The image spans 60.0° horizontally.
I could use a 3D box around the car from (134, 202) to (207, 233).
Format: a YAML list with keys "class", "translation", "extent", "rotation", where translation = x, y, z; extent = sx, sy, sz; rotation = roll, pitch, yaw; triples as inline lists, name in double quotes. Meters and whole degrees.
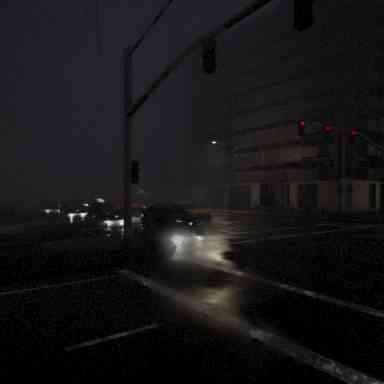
- class: "car"
  translation: [-1.471, 1.559, 20.527]
  extent: [1.837, 1.490, 4.892]
  rotation: [0, -1, -35]

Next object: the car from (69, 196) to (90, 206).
- class: "car"
  translation: [-19.939, 1.541, 58.931]
  extent: [2.128, 1.511, 4.902]
  rotation: [0, 0, -35]

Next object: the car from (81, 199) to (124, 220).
- class: "car"
  translation: [-7.660, 1.599, 29.235]
  extent: [2.033, 1.411, 5.357]
  rotation: [0, 0, -36]

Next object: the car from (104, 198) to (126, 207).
- class: "car"
  translation: [-12.714, 1.649, 54.812]
  extent: [1.895, 1.301, 4.718]
  rotation: [0, 0, -36]

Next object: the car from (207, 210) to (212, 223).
- class: "car"
  translation: [-0.479, 1.528, 25.177]
  extent: [1.882, 1.535, 5.008]
  rotation: [0, 0, -35]

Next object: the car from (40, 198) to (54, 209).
- class: "car"
  translation: [-19.836, 1.529, 46.450]
  extent: [1.882, 1.535, 5.008]
  rotation: [0, 0, -35]

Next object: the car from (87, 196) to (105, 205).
- class: "car"
  translation: [-17.988, 1.574, 62.237]
  extent: [1.812, 1.442, 4.674]
  rotation: [0, 0, -34]

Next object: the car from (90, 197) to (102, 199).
- class: "car"
  translation: [-12.964, 1.598, 42.758]
  extent: [2.033, 1.411, 5.357]
  rotation: [0, 0, -35]

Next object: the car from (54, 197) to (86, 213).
- class: "car"
  translation: [-13.789, 1.599, 37.876]
  extent: [2.033, 1.411, 5.357]
  rotation: [0, 0, -35]

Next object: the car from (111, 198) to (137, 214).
- class: "car"
  translation: [-6.511, 1.402, 33.663]
  extent: [2.097, 1.767, 4.553]
  rotation: [0, 0, -35]
